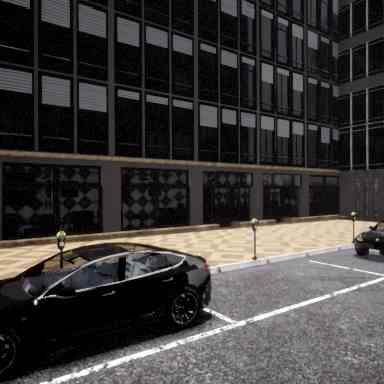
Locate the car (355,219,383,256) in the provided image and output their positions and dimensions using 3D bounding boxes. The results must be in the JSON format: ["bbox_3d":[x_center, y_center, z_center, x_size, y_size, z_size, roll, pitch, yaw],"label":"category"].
[{"bbox_3d":[7.657,1.564,11.993,4.313,1.339,1.947,0,0,-35],"label":"car"}]

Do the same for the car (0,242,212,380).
[{"bbox_3d":[-1.632,1.566,5.395,4.313,1.339,1.947,0,0,-35],"label":"car"}]
